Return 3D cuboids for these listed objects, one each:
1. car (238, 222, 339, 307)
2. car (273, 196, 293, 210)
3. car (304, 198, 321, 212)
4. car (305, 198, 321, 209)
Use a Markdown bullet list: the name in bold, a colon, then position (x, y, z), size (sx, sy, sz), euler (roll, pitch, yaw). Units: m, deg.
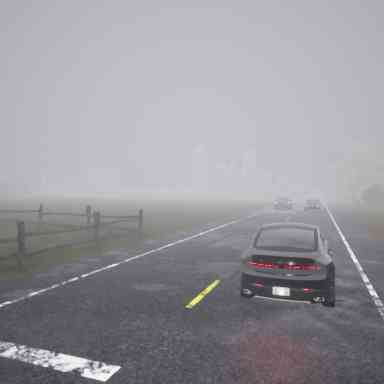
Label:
- **car**: position (2.429, 1.501, 8.126), size (1.837, 1.490, 4.892), euler (0, 0, 21)
- **car**: position (11.650, 1.339, 42.308), size (2.097, 1.767, 4.553), euler (0, 0, 21)
- **car**: position (14.213, 1.535, 39.107), size (2.033, 1.411, 5.357), euler (0, 0, 21)
- **car**: position (16.982, 1.550, 46.494), size (1.994, 1.385, 4.181), euler (0, 0, 21)
